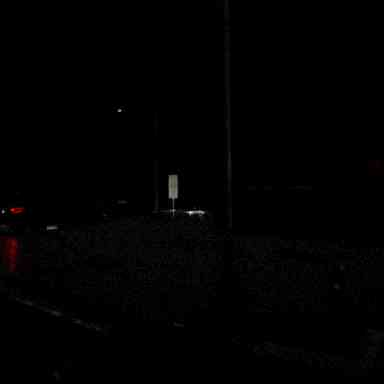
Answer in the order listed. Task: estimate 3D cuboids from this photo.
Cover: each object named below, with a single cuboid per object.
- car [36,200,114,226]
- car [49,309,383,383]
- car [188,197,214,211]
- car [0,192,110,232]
[{"bbox_3d":[-7.968,1.346,23.091,1.837,1.490,4.892,-1,0,36],"label":"car"},{"bbox_3d":[0.666,1.580,2.351,4.206,1.307,1.802,0,-1,36],"label":"car"},{"bbox_3d":[1.799,1.258,36.644,2.033,1.411,5.357,-1,0,36],"label":"car"},{"bbox_3d":[-7.648,1.041,18.485,2.150,2.045,5.566,-1,0,36],"label":"car"}]
